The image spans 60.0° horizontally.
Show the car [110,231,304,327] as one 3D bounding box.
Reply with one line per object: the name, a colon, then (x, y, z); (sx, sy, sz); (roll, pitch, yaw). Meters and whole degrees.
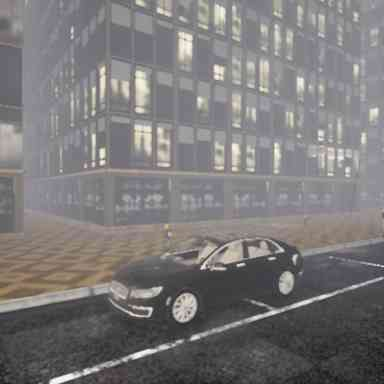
car: (0.504, 1.542, 6.915); (4.403, 1.369, 2.008); (0, 0, -36)
